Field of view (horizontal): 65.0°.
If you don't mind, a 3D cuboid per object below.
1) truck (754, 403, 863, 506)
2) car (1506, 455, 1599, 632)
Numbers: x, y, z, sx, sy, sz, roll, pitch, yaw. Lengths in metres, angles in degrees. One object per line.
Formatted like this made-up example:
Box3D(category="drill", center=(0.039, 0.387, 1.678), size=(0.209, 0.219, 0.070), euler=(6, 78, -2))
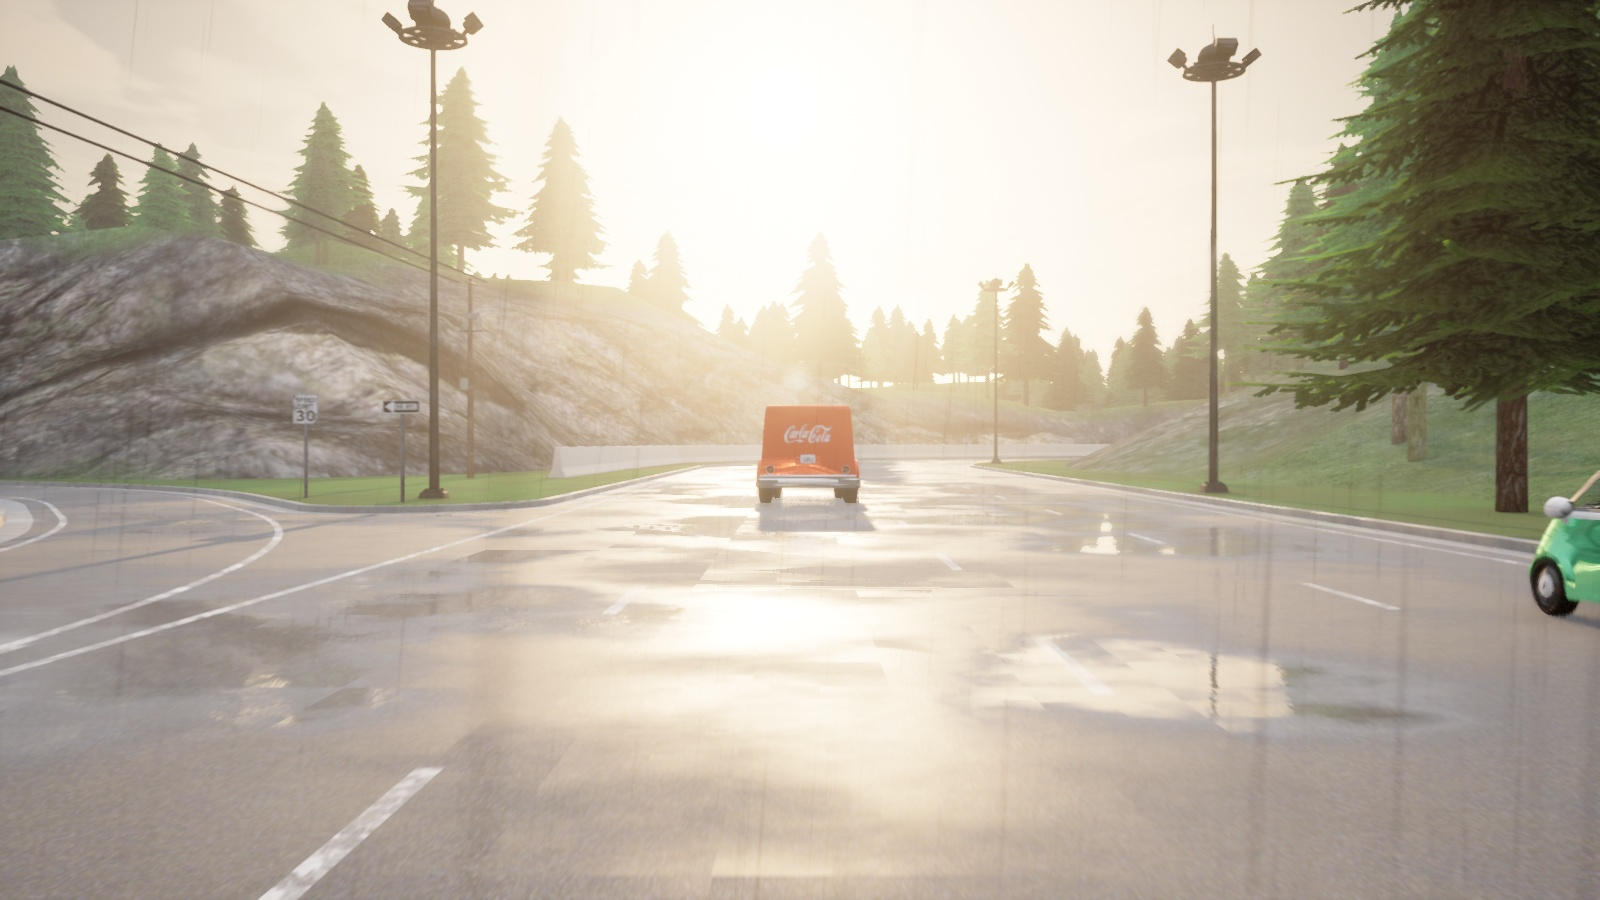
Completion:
Box3D(category="truck", center=(0.211, 0.079, 32.938), size=(2.627, 2.467, 5.204), euler=(0, 1, 0))
Box3D(category="car", center=(7.075, 0.750, 10.155), size=(1.481, 1.376, 2.207), euler=(0, 1, 0))
